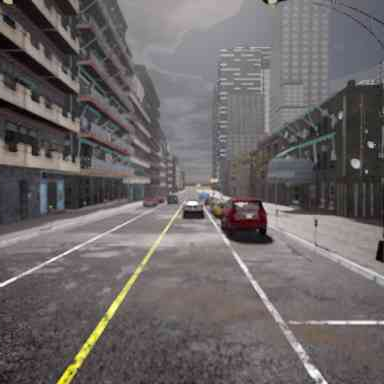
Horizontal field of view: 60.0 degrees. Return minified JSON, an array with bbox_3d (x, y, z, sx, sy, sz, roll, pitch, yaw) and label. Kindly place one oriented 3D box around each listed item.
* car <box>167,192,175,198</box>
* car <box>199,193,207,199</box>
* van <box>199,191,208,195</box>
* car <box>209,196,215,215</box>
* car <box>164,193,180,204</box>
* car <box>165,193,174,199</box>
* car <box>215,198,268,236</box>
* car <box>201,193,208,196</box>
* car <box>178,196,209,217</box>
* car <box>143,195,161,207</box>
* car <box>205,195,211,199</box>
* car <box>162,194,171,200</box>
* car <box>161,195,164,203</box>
[{"bbox_3d":[-5.624,0.873,90.296,1.967,1.590,4.097,-1,0,0],"label":"car"},{"bbox_3d":[2.753,1.016,84.752,1.887,1.381,4.507,-1,0,0],"label":"car"},{"bbox_3d":[2.739,0.887,73.590,1.690,1.788,3.998,-1,0,0],"label":"van"},{"bbox_3d":[2.693,1.354,29.123,1.752,1.417,4.829,-1,0,0],"label":"car"},{"bbox_3d":[-3.008,1.186,53.131,1.837,1.490,4.892,0,0,0],"label":"car"},{"bbox_3d":[-5.628,1.022,84.717,2.008,1.369,4.403,-1,0,0],"label":"car"},{"bbox_3d":[2.655,1.211,17.793,2.192,1.841,5.009,-1,0,0],"label":"car"},{"bbox_3d":[2.723,1.273,51.273,1.802,1.307,4.206,-1,0,0],"label":"car"},{"bbox_3d":[0.117,1.376,29.114,2.033,1.411,5.357,0,0,0],"label":"car"},{"bbox_3d":[-5.662,1.308,45.655,1.802,1.307,4.206,-1,0,0],"label":"car"},{"bbox_3d":[2.712,1.346,34.532,2.008,1.369,4.403,-1,0,0],"label":"car"},{"bbox_3d":[-5.637,1.127,73.556,1.802,1.307,4.206,-1,0,0],"label":"car"},{"bbox_3d":[-5.652,1.200,56.815,1.887,1.381,4.507,-1,0,0],"label":"car"}]
